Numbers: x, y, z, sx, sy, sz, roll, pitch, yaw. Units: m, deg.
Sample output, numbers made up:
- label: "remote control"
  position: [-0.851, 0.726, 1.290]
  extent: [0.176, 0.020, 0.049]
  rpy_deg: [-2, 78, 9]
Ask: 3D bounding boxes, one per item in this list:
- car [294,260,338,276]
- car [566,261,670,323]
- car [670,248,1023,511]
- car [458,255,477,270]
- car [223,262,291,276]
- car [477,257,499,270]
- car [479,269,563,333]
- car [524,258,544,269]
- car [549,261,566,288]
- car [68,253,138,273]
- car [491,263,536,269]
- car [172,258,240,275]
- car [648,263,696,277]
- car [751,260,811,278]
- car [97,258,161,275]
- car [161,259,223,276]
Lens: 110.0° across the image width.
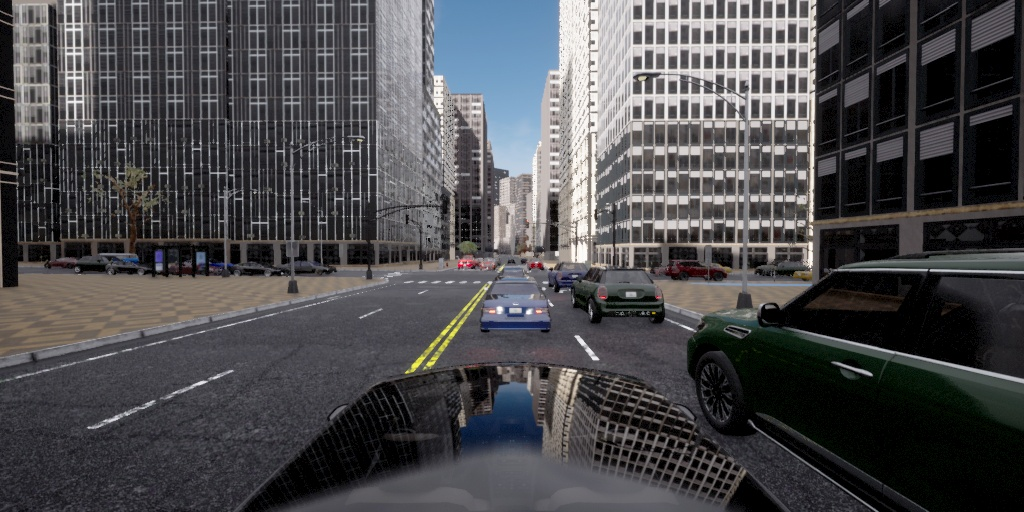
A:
- label: "car"
  position: [-19.957, 1.135, 34.831]
  extent: [5.357, 1.411, 2.033]
  rpy_deg: [1, 1, 1]
- label: "car"
  position: [3.335, 1.097, 12.169]
  extent: [2.097, 1.767, 4.553]
  rpy_deg: [0, 0, 0]
- label: "car"
  position: [3.346, 0.971, 2.323]
  extent: [2.150, 2.045, 5.566]
  rpy_deg: [0, 0, 0]
- label: "car"
  position: [-6.662, 0.933, 53.315]
  extent: [2.150, 2.045, 5.566]
  rpy_deg: [0, 0, 0]
- label: "car"
  position: [-22.775, 1.172, 32.176]
  extent: [4.313, 1.339, 1.948]
  rpy_deg: [0, 0, 1]
- label: "car"
  position: [-3.384, 1.066, 51.167]
  extent: [2.097, 1.767, 4.553]
  rpy_deg: [0, 0, -1]
- label: "car"
  position: [0.089, 1.293, 10.726]
  extent: [2.033, 1.411, 5.357]
  rpy_deg: [0, 0, 0]
- label: "car"
  position: [3.270, 1.066, 50.756]
  extent: [2.097, 1.767, 4.553]
  rpy_deg: [0, 0, -1]
- label: "car"
  position: [3.322, 1.091, 21.034]
  extent: [2.097, 1.767, 4.553]
  rpy_deg: [0, 0, 0]
- label: "car"
  position: [-39.848, 0.759, 35.214]
  extent: [4.553, 1.767, 2.097]
  rpy_deg: [1, 1, 1]
- label: "car"
  position: [0.073, 1.304, 19.969]
  extent: [1.994, 1.385, 4.181]
  rpy_deg: [0, 0, 0]
- label: "car"
  position: [-29.817, 0.976, 35.018]
  extent: [5.008, 1.535, 1.882]
  rpy_deg: [1, 1, 1]
- label: "car"
  position: [16.661, 1.426, 37.458]
  extent: [4.181, 1.385, 1.994]
  rpy_deg: [0, 1, 2]
- label: "car"
  position: [27.902, 1.314, 37.290]
  extent: [4.553, 1.767, 2.097]
  rpy_deg: [1, 1, 1]
- label: "car"
  position: [-34.140, 1.068, 32.467]
  extent: [4.313, 1.339, 1.948]
  rpy_deg: [0, 0, 1]
- label: "car"
  position: [-28.459, 1.136, 32.302]
  extent: [4.207, 1.307, 1.802]
  rpy_deg: [0, 0, 1]
